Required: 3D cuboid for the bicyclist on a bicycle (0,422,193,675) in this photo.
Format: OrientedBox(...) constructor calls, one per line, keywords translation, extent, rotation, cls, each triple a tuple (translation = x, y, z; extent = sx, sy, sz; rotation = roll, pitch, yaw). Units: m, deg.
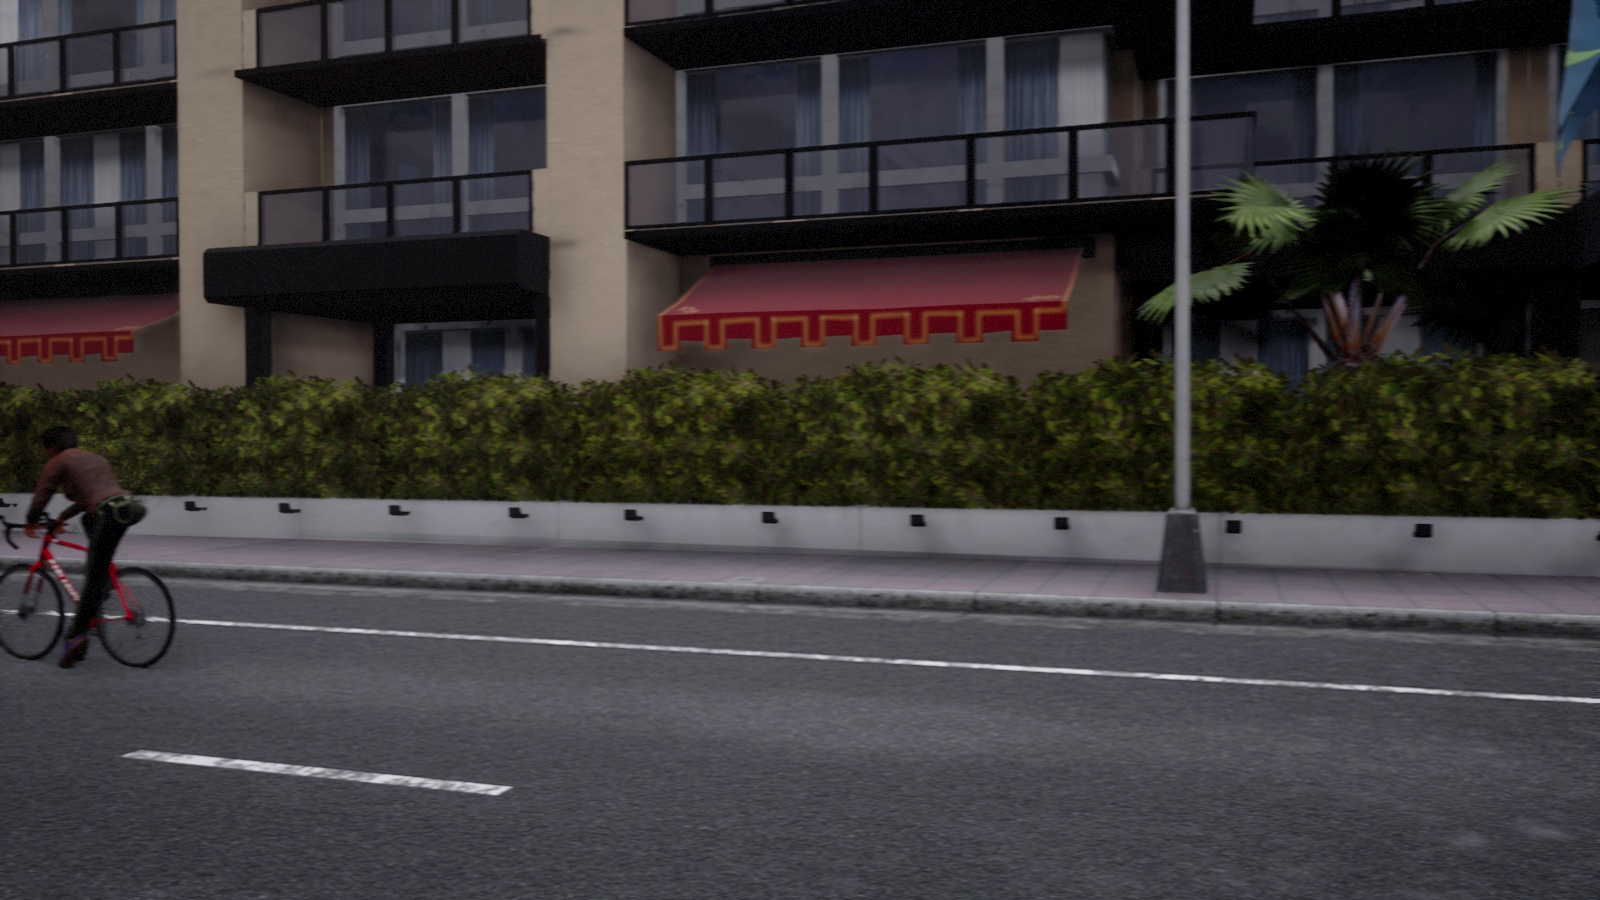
OrientedBox(translation=(-5.033, 0.624, 8.569), extent=(1.656, 1.620, 0.582), rotation=(0, 1, 19), cls="bicyclist on a bicycle")
